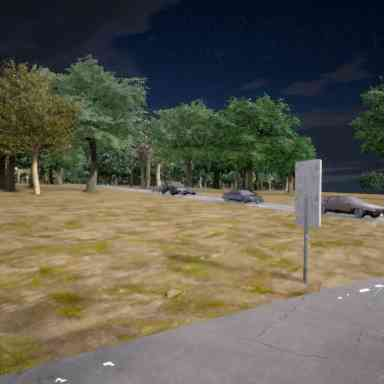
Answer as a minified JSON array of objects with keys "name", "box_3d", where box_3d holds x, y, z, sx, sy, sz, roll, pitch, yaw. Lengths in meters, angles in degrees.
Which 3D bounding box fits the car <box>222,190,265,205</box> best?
[{"name":"car","box_3d":[5.212,0.482,34.667,2.033,1.411,5.357,2,2,-29]}]

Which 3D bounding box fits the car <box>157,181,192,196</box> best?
[{"name":"car","box_3d":[-2.639,-0.544,49.123,2.150,2.045,5.566,2,1,-28]}]

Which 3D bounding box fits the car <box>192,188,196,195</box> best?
[{"name":"car","box_3d":[-1.072,-0.233,52.733,1.994,1.385,4.181,2,2,-28]}]

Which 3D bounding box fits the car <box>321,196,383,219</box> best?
[{"name":"car","box_3d":[11.078,1.010,23.905,2.033,1.411,5.357,2,2,-28]}]

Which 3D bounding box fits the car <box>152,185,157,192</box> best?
[{"name":"car","box_3d":[-5.835,-0.662,61.321,1.994,1.385,4.181,2,2,-29]}]
